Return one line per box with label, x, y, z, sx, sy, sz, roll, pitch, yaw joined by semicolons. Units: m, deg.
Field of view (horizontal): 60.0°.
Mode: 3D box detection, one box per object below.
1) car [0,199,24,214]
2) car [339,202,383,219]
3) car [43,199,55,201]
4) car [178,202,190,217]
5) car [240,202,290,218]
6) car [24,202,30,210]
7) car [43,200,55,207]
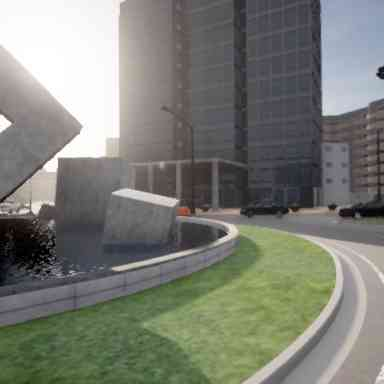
car;-25.699;2.012;46.370;2.150;2.045;5.566;0;-1;-13
car;16.045;1.680;30.779;5.008;1.535;1.882;0;-1;-13
car;-27.668;2.531;63.601;1.812;1.442;4.674;0;-1;-22
car;-2.439;1.779;34.791;4.553;1.767;2.097;-1;-1;42
car;7.303;1.809;33.592;4.902;1.511;2.128;-1;-1;3
car;-30.775;2.562;61.669;2.033;1.411;5.357;0;-1;-22
car;-17.854;2.254;45.884;5.357;1.411;2.033;-1;-1;39
